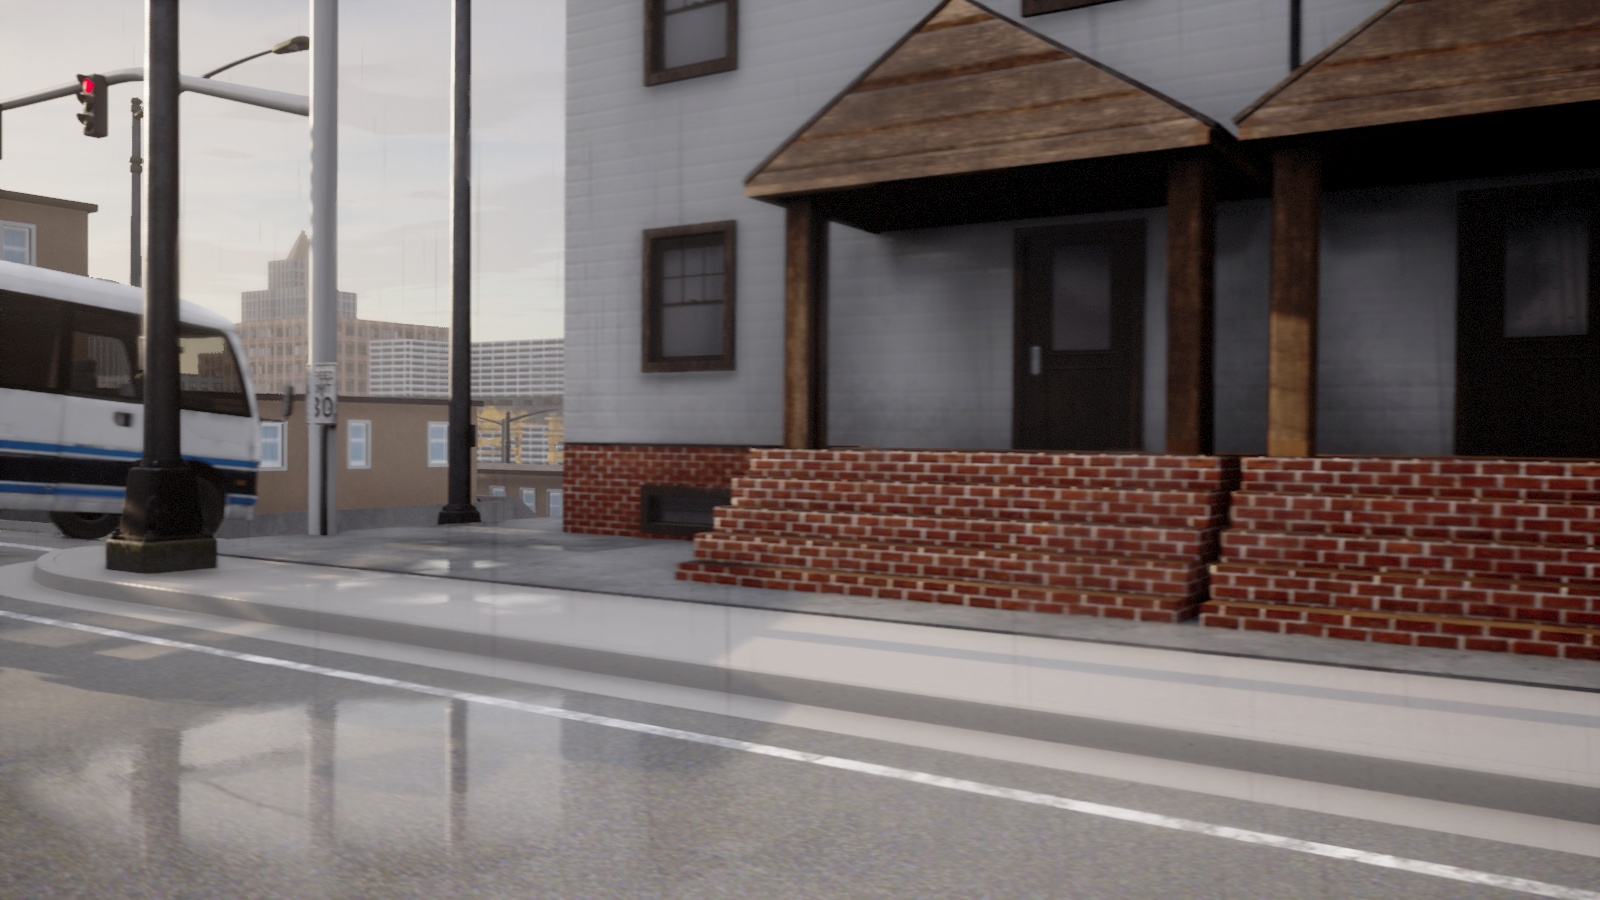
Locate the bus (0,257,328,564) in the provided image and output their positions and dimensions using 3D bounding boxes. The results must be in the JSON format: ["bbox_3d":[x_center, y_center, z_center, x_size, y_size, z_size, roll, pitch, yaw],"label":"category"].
[{"bbox_3d":[-12.737,-0.546,18.635,3.944,4.253,10.273,1,-4,31],"label":"bus"}]
